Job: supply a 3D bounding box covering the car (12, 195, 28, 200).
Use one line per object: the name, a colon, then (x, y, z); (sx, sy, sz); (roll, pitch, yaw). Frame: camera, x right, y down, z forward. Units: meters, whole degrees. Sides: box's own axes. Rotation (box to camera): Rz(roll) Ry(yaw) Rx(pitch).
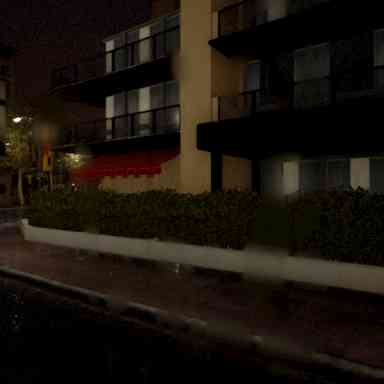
car: (-36.209, 1.462, 67.988); (4.892, 1.521, 2.231); (0, 0, 36)
